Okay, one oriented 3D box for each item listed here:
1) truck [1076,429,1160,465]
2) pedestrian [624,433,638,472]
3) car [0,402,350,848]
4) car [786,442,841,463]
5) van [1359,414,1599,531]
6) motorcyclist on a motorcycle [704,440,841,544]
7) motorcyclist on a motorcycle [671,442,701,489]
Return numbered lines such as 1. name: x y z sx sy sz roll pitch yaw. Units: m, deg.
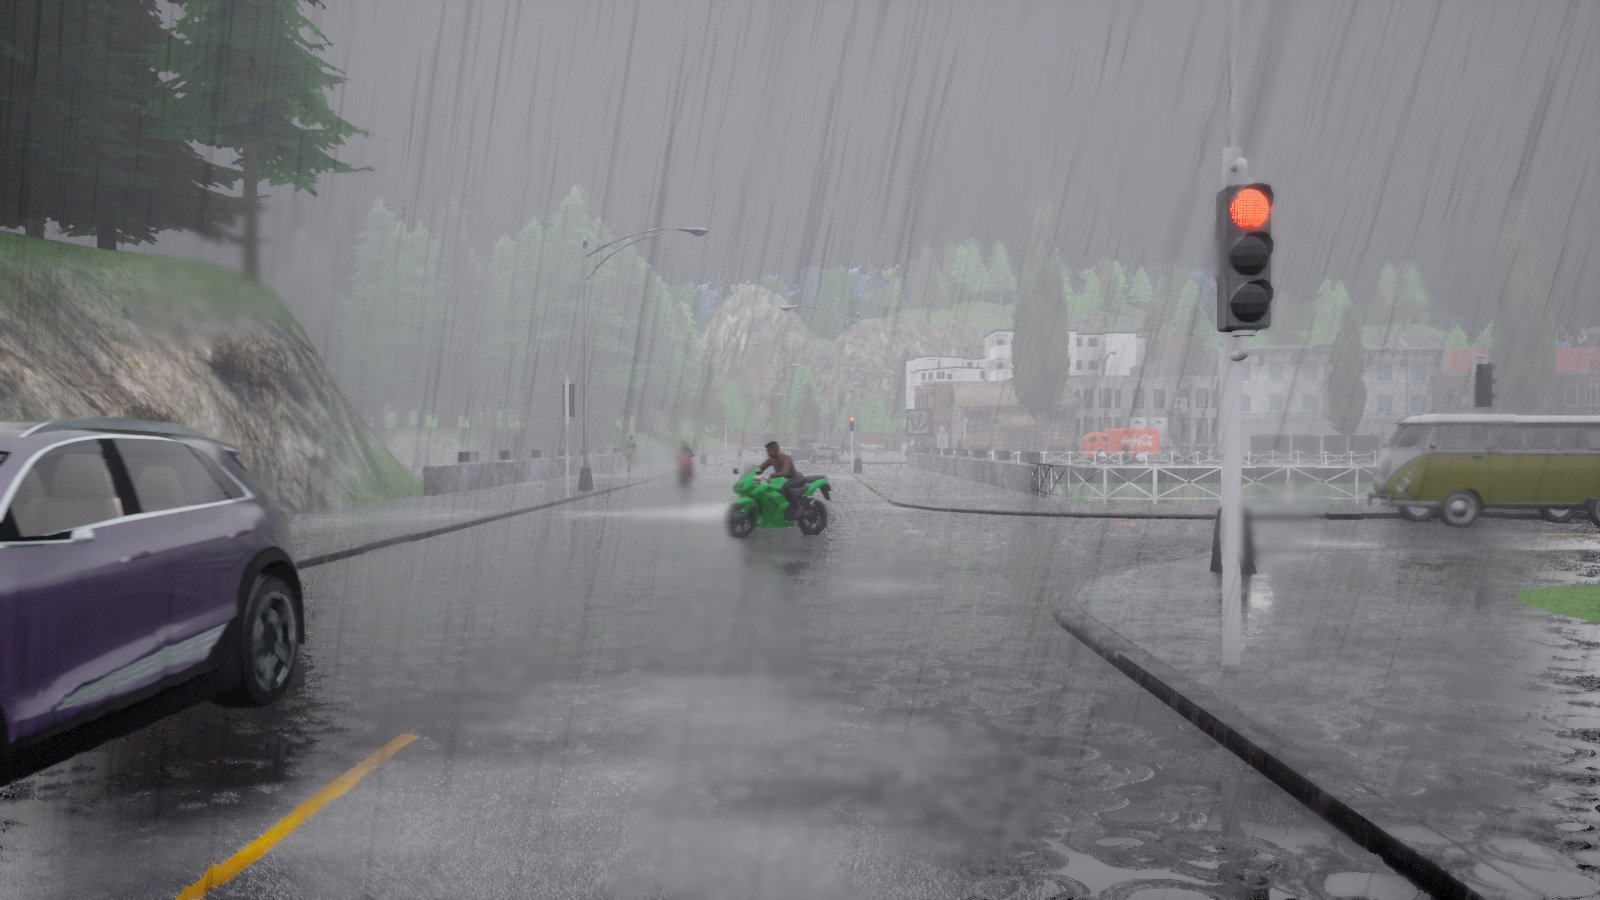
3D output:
1. truck: 22.238 -0.219 87.970 5.204 2.467 2.627 0 0 0
2. pedestrian: -7.981 0.116 59.226 0.540 1.848 0.694 0 0 3
3. car: -3.963 0.641 5.711 2.033 1.649 4.856 0 0 1
4. car: 0.952 0.176 93.157 2.128 1.511 4.902 0 0 -25
5. van: 12.577 0.382 22.377 4.442 1.987 1.775 0 0 0
6. motorcyclist on a motorcycle: -0.412 0.618 19.495 2.044 1.523 0.797 0 2 -39
7. motorcyclist on a motorcycle: -3.751 0.491 41.501 0.797 1.523 2.044 0 0 0
